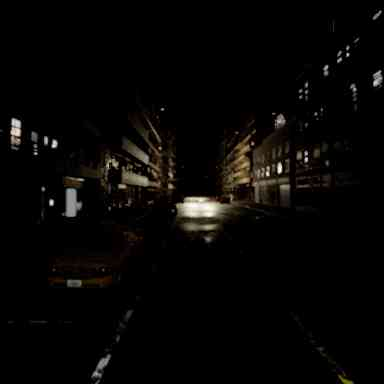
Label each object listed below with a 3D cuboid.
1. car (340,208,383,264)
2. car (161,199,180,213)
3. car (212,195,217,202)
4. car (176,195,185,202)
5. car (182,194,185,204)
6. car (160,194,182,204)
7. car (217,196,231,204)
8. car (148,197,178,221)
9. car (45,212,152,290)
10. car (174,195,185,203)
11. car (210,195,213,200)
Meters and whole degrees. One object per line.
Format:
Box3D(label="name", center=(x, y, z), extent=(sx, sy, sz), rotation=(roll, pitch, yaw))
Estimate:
Box3D(label="car", center=(6.032, 1.332, 9.241), extent=(2.192, 1.841, 5.009), rotation=(0, 0, 0))
Box3D(label="car", center=(-2.387, 1.528, 37.418), extent=(1.802, 1.307, 4.206), rotation=(0, 0, 0))
Box3D(label="car", center=(5.952, 1.483, 71.242), extent=(1.887, 1.381, 4.507), rotation=(0, 0, 0))
Box3D(label="car", center=(-2.428, 1.446, 71.236), extent=(1.887, 1.381, 4.507), rotation=(0, 0, 0))
Box3D(label="car", center=(-2.412, 1.232, 59.962), extent=(2.192, 1.841, 5.009), rotation=(0, 0, 0))
Box3D(label="car", center=(-2.377, 1.268, 31.781), extent=(2.192, 1.841, 5.009), rotation=(0, 0, 0))
Box3D(label="car", center=(5.966, 1.479, 60.139), extent=(1.752, 1.417, 4.829), rotation=(0, 0, 0))
Box3D(label="car", center=(-2.371, 1.400, 26.144), extent=(1.967, 1.590, 4.097), rotation=(0, 0, 0))
Box3D(label="car", center=(-2.350, 1.505, 9.064), extent=(1.752, 1.417, 4.829), rotation=(0, 0, 0))
Box3D(label="car", center=(-2.420, 1.349, 65.598), extent=(1.967, 1.590, 4.097), rotation=(0, 0, 0))
Box3D(label="car", center=(5.924, 1.457, 93.786), extent=(2.008, 1.369, 4.403), rotation=(0, 0, 0))
